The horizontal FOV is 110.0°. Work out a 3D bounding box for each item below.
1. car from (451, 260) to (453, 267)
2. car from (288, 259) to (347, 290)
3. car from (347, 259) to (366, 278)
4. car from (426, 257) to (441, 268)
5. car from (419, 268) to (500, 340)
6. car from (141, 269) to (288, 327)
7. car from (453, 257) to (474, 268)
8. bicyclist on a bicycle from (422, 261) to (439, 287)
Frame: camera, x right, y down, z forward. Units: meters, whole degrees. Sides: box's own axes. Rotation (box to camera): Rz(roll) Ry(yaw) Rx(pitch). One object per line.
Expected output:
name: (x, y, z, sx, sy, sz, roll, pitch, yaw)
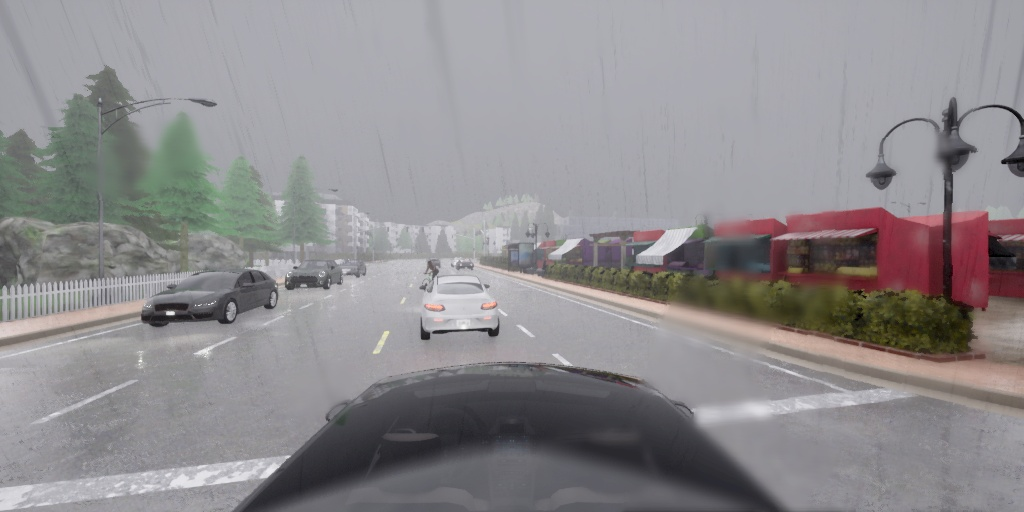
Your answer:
car: (-7.890, 0.906, 52.647, 1.812, 1.442, 4.674, 0, 0, -13)
car: (-11.490, 0.966, 21.073, 2.097, 1.767, 4.553, 0, 0, -13)
car: (-13.734, 1.034, 30.684, 2.128, 1.511, 4.902, 0, 0, -13)
car: (-11.096, 0.898, 50.810, 1.837, 1.490, 4.892, 0, 0, -13)
car: (-1.521, 1.225, 9.807, 1.812, 1.442, 4.674, 0, 0, -13)
car: (-9.241, 1.190, 11.483, 1.837, 1.490, 4.892, 0, 0, -13)
car: (-5.830, 1.048, 43.775, 1.895, 1.301, 4.718, 0, 0, -13)
bicyclist on a bicycle: (-4.401, 1.078, 19.642, 0.582, 1.620, 1.656, 0, 1, 25)
